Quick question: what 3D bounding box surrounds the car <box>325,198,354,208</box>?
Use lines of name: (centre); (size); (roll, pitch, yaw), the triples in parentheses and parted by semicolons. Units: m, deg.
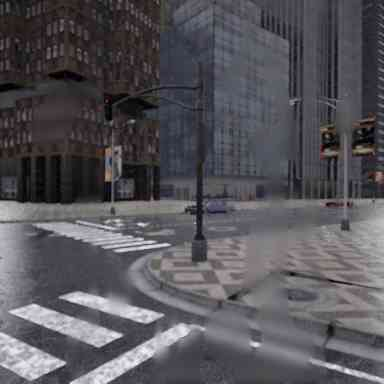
car: (20.430, 1.545, 46.098); (4.718, 1.301, 1.895); (0, 0, -39)

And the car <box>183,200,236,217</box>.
car: (1.751, 1.450, 30.861); (5.357, 1.411, 2.033); (0, 0, -39)
